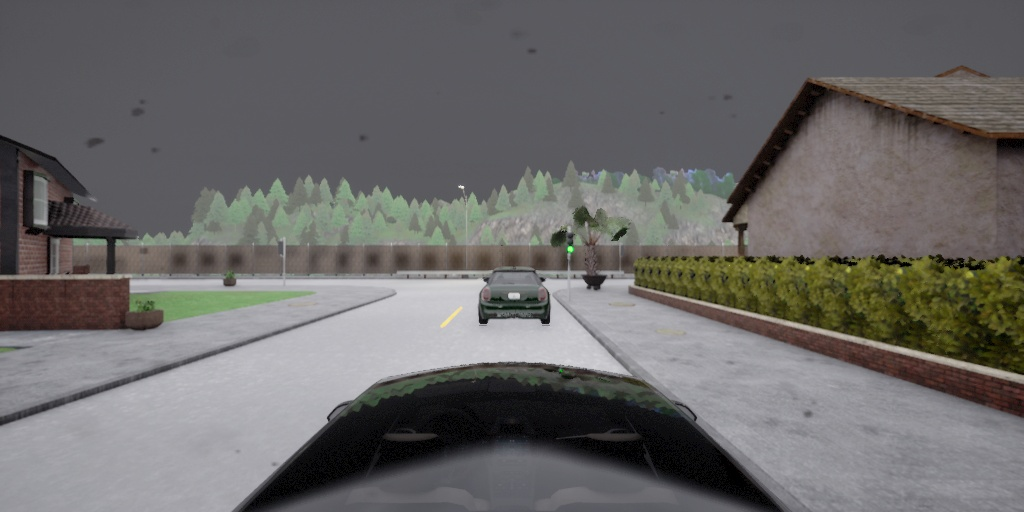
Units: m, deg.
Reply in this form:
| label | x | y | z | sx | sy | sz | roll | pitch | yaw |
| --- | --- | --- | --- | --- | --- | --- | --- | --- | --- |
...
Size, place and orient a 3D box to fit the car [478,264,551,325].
| label | x | y | z | sx | sy | sz | roll | pitch | yaw |
| --- | --- | --- | --- | --- | --- | --- | --- | --- | --- |
| car | 0.081 | 1.138 | 12.071 | 2.097 | 1.767 | 4.553 | 0 | 0 | 0 |
